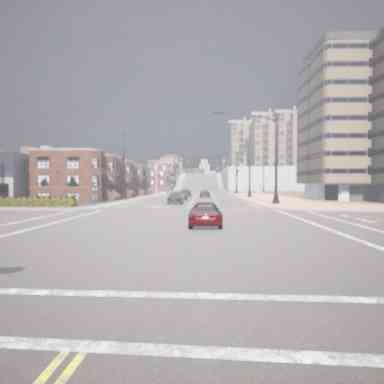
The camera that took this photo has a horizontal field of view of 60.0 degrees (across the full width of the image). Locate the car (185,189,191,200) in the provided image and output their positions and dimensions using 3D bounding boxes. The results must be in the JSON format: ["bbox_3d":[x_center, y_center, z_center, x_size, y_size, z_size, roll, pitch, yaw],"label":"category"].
[{"bbox_3d":[-1.676,0.563,51.881,1.994,1.385,4.181,0,1,2],"label":"car"}]

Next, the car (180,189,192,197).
[{"bbox_3d":[-1.120,0.169,64.948,1.882,1.535,5.008,0,1,2],"label":"car"}]

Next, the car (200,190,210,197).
[{"bbox_3d":[2.419,0.264,62.983,1.812,1.442,4.674,0,1,2],"label":"car"}]

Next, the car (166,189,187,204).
[{"bbox_3d":[-2.061,0.739,41.901,1.837,1.490,4.892,0,1,2],"label":"car"}]

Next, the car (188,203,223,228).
[{"bbox_3d":[0.824,1.339,20.344,1.994,1.385,4.181,0,1,2],"label":"car"}]
